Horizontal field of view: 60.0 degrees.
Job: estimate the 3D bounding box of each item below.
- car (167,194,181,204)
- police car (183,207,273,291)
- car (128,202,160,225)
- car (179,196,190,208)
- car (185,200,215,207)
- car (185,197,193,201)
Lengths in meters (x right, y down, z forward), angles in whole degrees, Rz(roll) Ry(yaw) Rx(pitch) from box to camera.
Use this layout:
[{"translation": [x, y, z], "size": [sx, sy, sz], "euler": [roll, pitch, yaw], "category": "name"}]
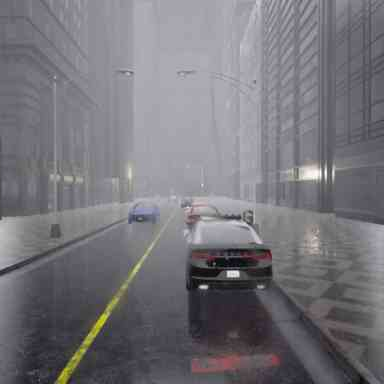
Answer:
[{"translation": [-3.829, 1.490, 65.840], "size": [2.128, 1.511, 4.902], "euler": [0, 0, 0], "category": "car"}, {"translation": [0.787, 1.424, 9.188], "size": [1.930, 1.638, 5.238], "euler": [0, 0, -1], "category": "police car"}, {"translation": [-3.396, 1.475, 24.189], "size": [1.882, 1.535, 5.008], "euler": [0, 0, -1], "category": "car"}, {"translation": [-0.557, 1.598, 46.676], "size": [1.895, 1.301, 4.718], "euler": [0, 0, 0], "category": "car"}, {"translation": [0.666, 1.476, 19.077], "size": [1.882, 1.535, 5.008], "euler": [0, 0, -1], "category": "car"}, {"translation": [0.591, 1.453, 25.267], "size": [1.801, 1.575, 5.366], "euler": [0, 0, -1], "category": "car"}]
